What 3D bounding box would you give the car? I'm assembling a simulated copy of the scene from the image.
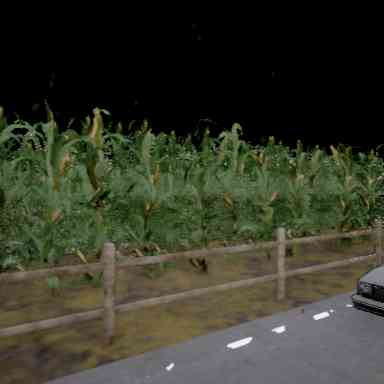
[{"bbox_3d":[5.356,1.518,6.433,5.357,1.411,2.033,0,1,-34],"label":"car"}]
